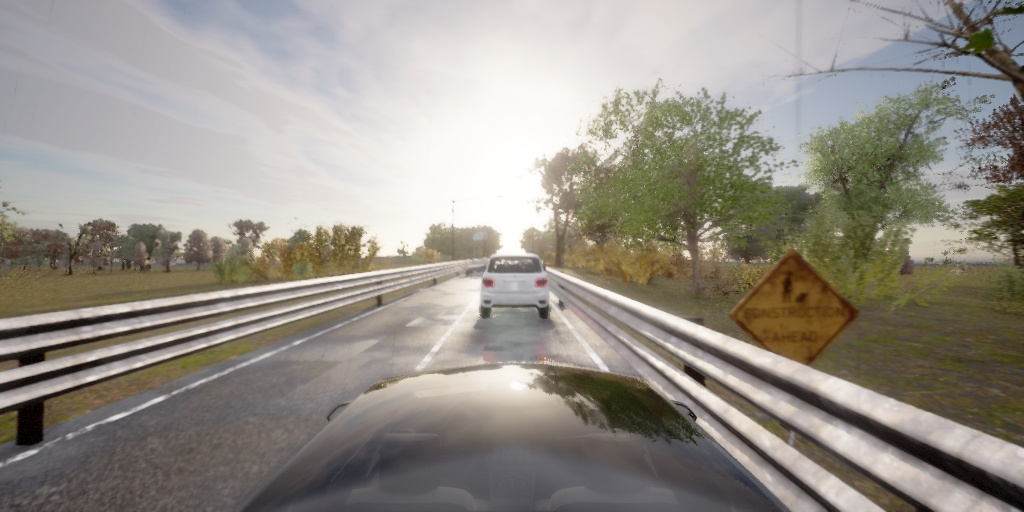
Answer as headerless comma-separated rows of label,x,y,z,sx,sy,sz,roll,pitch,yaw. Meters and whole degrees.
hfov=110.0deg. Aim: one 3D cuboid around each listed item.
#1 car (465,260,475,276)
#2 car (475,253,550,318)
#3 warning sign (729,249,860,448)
car,-3.346,1.148,34.899,1.812,1.442,4.674,0,0,0
car,0.090,0.929,12.997,2.150,2.045,5.566,0,0,0
warning sign,2.850,0.859,3.609,1.300,1.860,1.060,0,0,0
